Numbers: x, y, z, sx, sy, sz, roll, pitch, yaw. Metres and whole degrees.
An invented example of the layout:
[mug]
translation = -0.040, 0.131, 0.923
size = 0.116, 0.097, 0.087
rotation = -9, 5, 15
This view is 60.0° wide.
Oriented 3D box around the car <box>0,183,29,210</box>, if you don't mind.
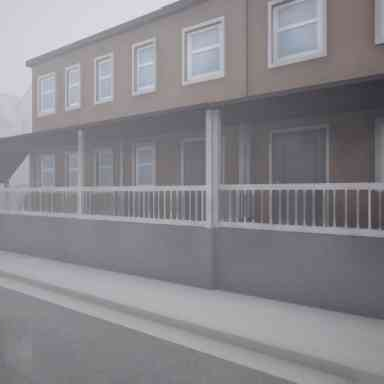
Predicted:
[car]
translation = -15.188, 0.727, 27.240
size = 2.150, 2.045, 5.566
rotation = 0, 14, 34
